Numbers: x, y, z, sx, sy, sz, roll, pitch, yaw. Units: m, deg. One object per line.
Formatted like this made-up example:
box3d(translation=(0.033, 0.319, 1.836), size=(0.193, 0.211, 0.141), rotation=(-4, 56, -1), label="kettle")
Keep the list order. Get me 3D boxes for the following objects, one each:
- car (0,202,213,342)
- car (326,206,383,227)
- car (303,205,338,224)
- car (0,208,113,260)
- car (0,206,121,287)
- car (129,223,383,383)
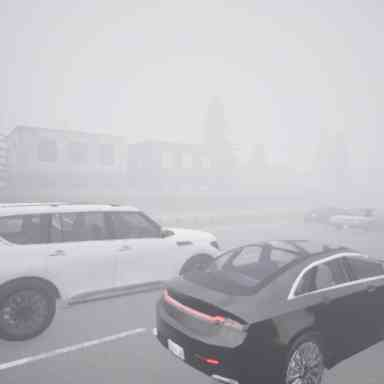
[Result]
box3d(translation=(-1.871, 1.223, 6.714), size=(5.566, 2.045, 2.150), rotation=(0, 0, -36), label="car")
box3d(translation=(10.306, 1.617, 19.712), size=(4.718, 1.301, 1.895), rotation=(0, 0, -36), label="car")
box3d(translation=(9.810, 1.581, 23.659), size=(4.181, 1.385, 1.994), rotation=(0, 0, -36), label="car")
box3d(translation=(-5.728, 1.479, 12.560), size=(5.008, 1.535, 1.882), rotation=(0, 0, -36), label="car")
box3d(translation=(-4.512, 1.353, 9.128), size=(4.553, 1.767, 2.097), rotation=(0, 0, -36), label="car")
box3d(translation=(1.798, 1.495, 5.031), size=(4.902, 1.511, 2.128), rotation=(0, 0, -36), label="car")
